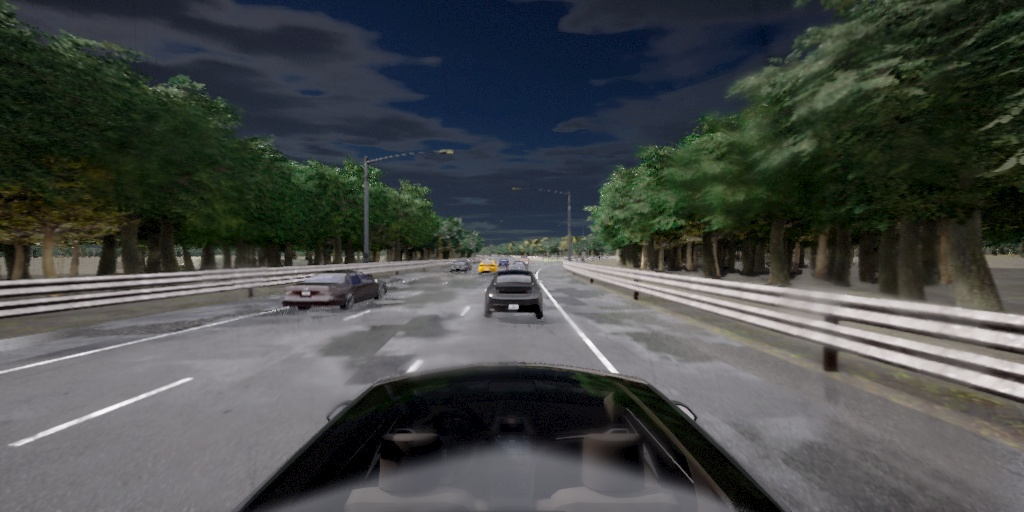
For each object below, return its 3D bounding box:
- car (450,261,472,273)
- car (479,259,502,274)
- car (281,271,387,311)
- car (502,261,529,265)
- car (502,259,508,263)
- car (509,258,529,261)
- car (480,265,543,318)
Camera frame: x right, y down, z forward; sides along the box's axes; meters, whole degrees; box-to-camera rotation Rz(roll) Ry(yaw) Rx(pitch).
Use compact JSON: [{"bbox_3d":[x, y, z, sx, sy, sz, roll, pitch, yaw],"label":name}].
[{"bbox_3d":[-6.045,1.275,43.113,2.033,1.411,5.357,0,0,3],"label":"car"},{"bbox_3d":[-2.602,1.213,40.851,1.882,1.535,5.008,0,0,2],"label":"car"},{"bbox_3d":[-6.831,1.295,14.477,2.033,1.411,5.357,0,0,1],"label":"car"},{"bbox_3d":[0.413,1.353,29.590,1.895,1.301,4.718,0,0,2],"label":"car"},{"bbox_3d":[-1.436,1.194,64.856,1.812,1.442,4.674,0,0,3],"label":"car"},{"bbox_3d":[0.857,1.303,42.110,1.994,1.385,4.181,0,0,2],"label":"car"},{"bbox_3d":[0.081,1.259,13.075,1.837,1.490,4.892,0,0,1],"label":"car"}]
